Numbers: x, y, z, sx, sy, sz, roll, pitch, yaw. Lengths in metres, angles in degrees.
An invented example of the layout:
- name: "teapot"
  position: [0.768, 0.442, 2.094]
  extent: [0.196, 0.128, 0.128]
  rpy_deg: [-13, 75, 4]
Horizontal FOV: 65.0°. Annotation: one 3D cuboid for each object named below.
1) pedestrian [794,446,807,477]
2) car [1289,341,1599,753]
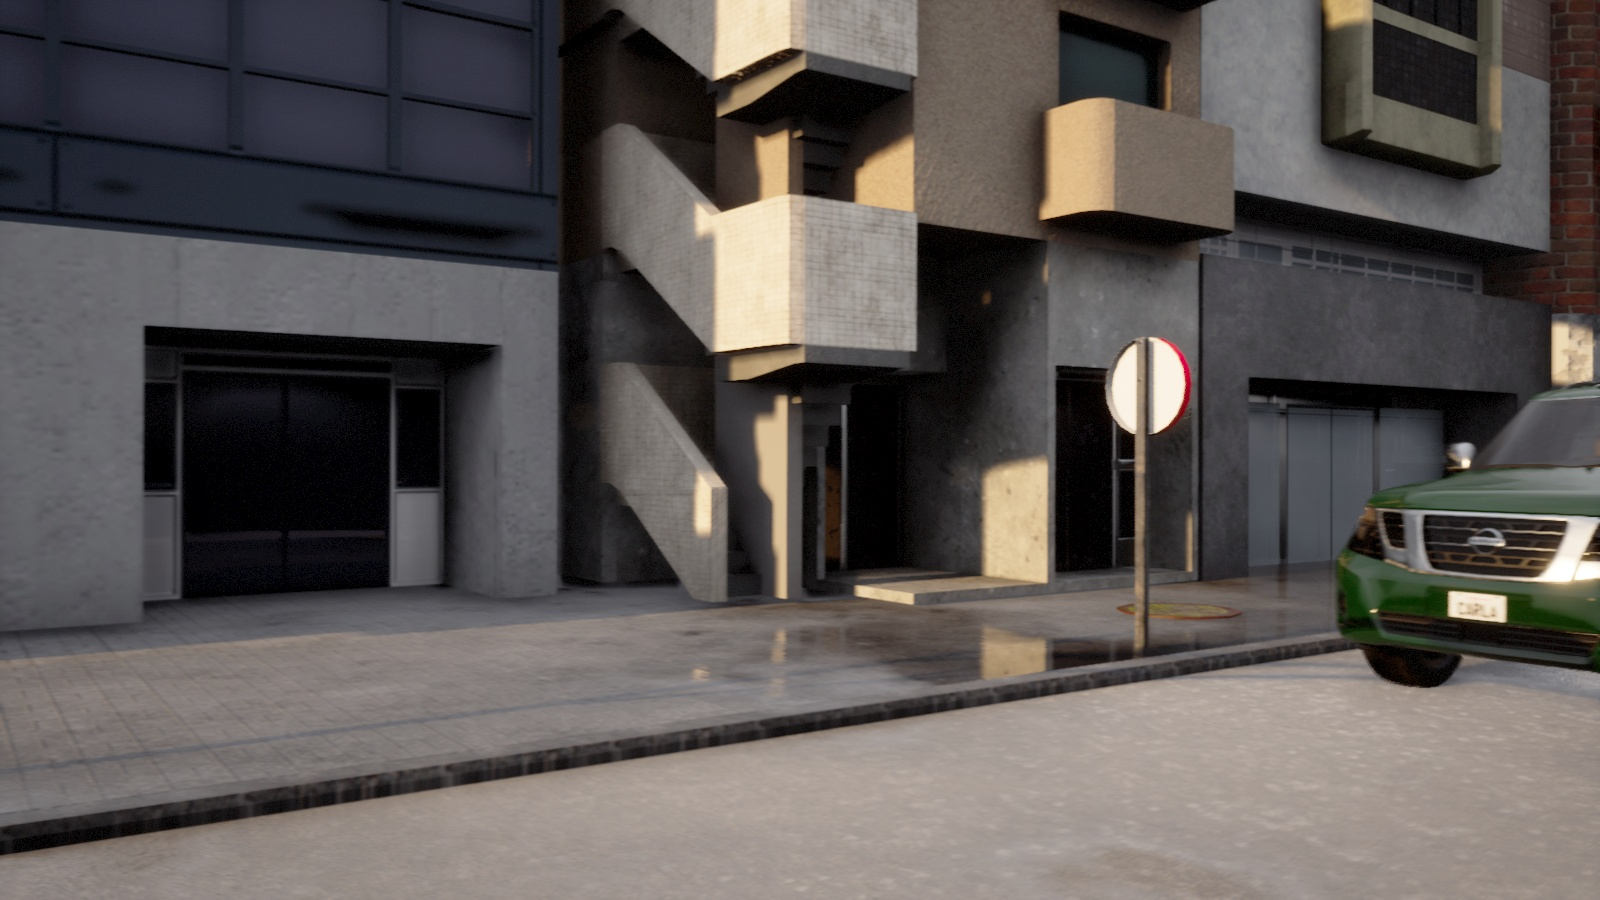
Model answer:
- name: "pedestrian"
  position: [0.019, 0.706, 76.856]
  extent: [0.402, 1.842, 0.726]
  rpy_deg: [0, 0, -36]
- name: "car"
  position: [5.882, 0.486, 8.366]
  extent: [5.566, 2.045, 2.150]
  rpy_deg: [0, 0, -35]
